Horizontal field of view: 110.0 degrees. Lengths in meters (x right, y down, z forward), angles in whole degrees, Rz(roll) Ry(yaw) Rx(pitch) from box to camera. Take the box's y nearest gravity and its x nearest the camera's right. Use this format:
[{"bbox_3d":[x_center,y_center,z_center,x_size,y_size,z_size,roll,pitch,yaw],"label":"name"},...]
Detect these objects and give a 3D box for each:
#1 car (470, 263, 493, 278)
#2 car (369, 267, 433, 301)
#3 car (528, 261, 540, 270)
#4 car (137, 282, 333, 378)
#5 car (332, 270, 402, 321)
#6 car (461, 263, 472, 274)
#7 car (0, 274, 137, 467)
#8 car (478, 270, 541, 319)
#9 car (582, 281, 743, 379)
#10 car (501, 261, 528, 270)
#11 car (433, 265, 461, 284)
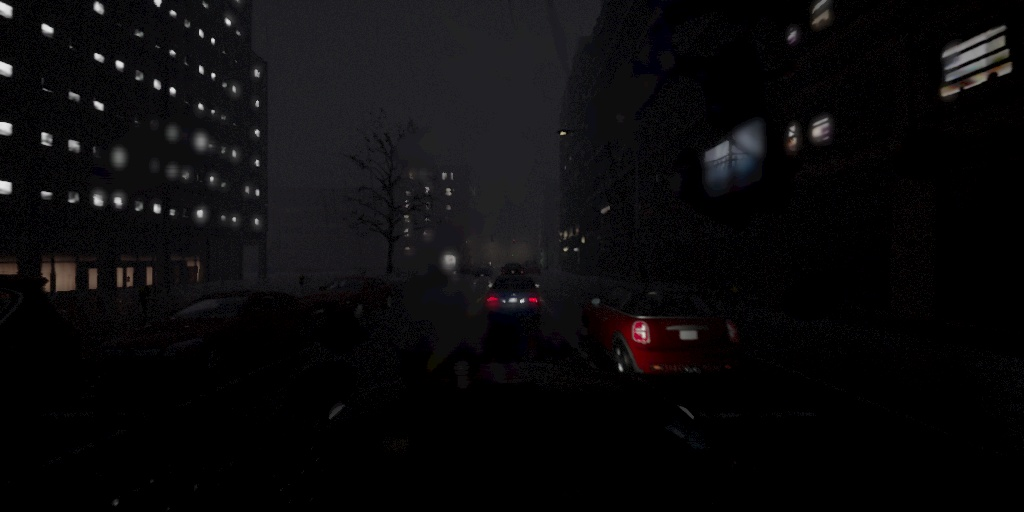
[{"bbox_3d":[-3.097,1.717,39.361,1.895,1.301,4.718,0,-1,0],"label":"car"},{"bbox_3d":[-5.691,1.461,18.437,2.007,1.370,4.403,0,0,0],"label":"car"},{"bbox_3d":[2.691,1.730,46.071,1.888,1.381,4.507,0,0,0],"label":"car"},{"bbox_3d":[-5.692,1.386,7.382,1.802,1.307,4.207,0,0,0],"label":"car"},{"bbox_3d":[-5.691,1.402,12.909,1.888,1.381,4.507,0,0,0],"label":"car"},{"bbox_3d":[-5.691,1.624,46.073,1.967,1.591,4.097,0,0,0],"label":"car"},{"bbox_3d":[-5.692,1.066,1.855,2.192,1.841,5.009,0,0,0],"label":"car"},{"bbox_3d":[0.068,1.409,13.359,2.033,1.411,5.357,0,-1,0],"label":"car"},{"bbox_3d":[2.689,1.244,7.381,1.967,1.591,4.097,0,0,0],"label":"car"},{"bbox_3d":[0.087,1.404,32.926,2.097,1.767,4.553,0,-1,0],"label":"car"},{"bbox_3d":[-5.691,1.458,29.491,1.967,1.591,4.097,0,0,0],"label":"car"}]
